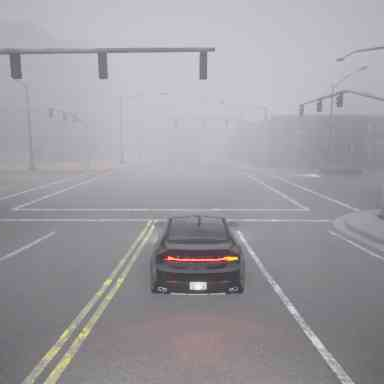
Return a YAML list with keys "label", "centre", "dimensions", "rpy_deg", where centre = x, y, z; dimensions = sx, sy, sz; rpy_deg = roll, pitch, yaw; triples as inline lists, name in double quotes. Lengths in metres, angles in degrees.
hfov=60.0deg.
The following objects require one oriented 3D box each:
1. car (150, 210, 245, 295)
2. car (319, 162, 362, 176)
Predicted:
- label: "car"
  centre: [0.112, 1.197, 8.109]
  dimensions: [1.837, 1.490, 4.892]
  rpy_deg: [0, 4, 0]
- label: "car"
  centre: [15.868, -2.459, 35.628]
  dimensions: [4.181, 1.385, 1.994]
  rpy_deg: [0, 8, 0]
